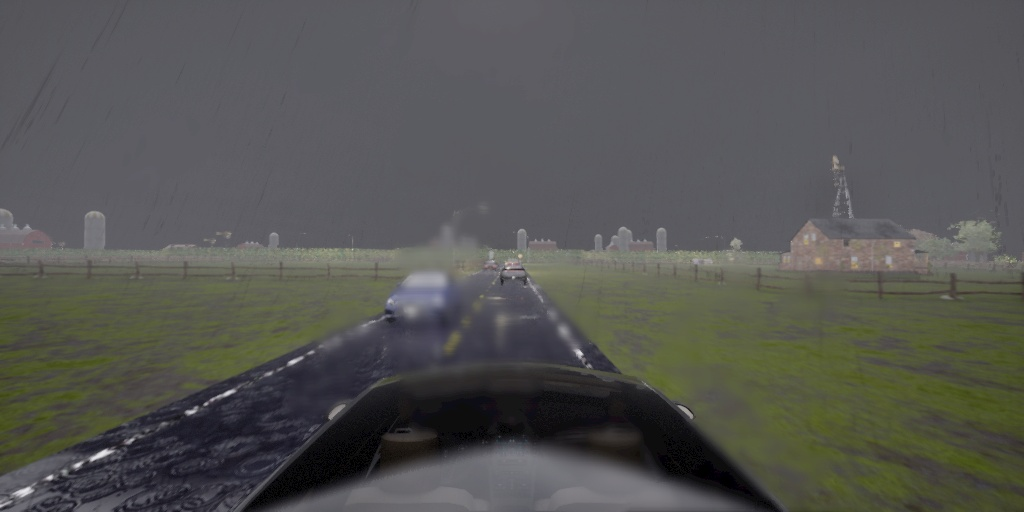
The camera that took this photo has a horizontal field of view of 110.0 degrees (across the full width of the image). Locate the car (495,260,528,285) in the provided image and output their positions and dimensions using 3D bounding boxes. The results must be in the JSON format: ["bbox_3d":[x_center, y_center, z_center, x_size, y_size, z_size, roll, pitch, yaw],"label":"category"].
[{"bbox_3d":[0.106,1.238,26.161,2.128,1.511,4.902,0,0,0],"label":"car"}]

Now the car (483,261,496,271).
[{"bbox_3d":[-2.817,1.298,48.431,1.994,1.385,4.181,0,0,0],"label":"car"}]

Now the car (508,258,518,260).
[{"bbox_3d":[0.108,1.087,47.205,2.097,1.767,4.553,0,0,0],"label":"car"}]

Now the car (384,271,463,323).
[{"bbox_3d":[-2.806,1.276,12.334,1.812,1.442,4.674,0,0,0],"label":"car"}]
